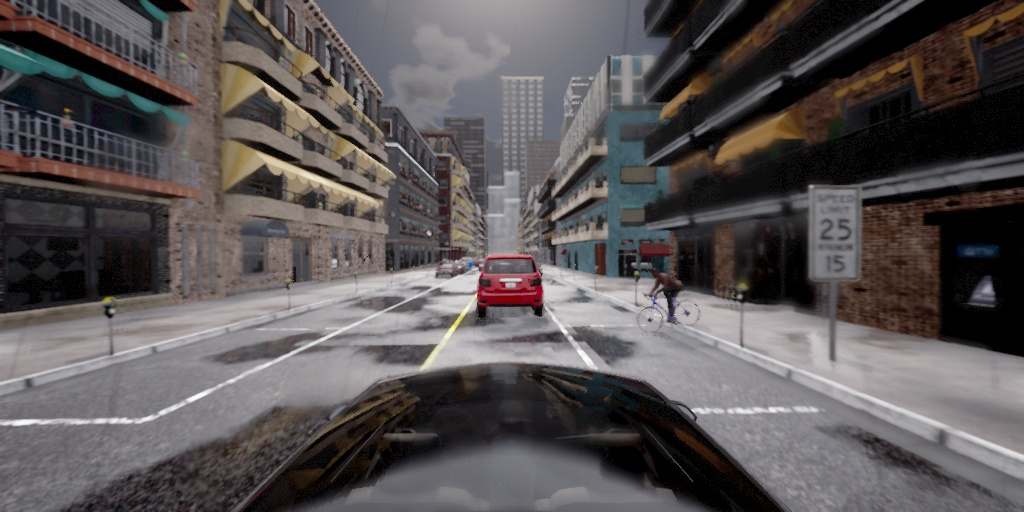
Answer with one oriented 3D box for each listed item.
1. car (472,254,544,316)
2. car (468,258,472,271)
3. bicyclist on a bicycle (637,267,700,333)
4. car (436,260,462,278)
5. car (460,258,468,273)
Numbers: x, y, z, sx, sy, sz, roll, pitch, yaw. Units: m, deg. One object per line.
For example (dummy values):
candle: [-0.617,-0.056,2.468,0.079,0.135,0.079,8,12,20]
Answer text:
car: [-0.095,0.964,13.429,2.150,2.045,5.566,0,0,-1]
car: [-6.509,1.319,46.037,2.007,1.370,4.403,0,0,-1]
bicyclist on a bicycle: [3.900,1.082,9.104,1.656,1.620,0.582,-10,0,-1]
car: [-6.284,1.356,34.836,1.802,1.307,4.207,0,0,-1]
car: [-6.397,1.211,40.436,1.967,1.591,4.097,0,0,-1]
